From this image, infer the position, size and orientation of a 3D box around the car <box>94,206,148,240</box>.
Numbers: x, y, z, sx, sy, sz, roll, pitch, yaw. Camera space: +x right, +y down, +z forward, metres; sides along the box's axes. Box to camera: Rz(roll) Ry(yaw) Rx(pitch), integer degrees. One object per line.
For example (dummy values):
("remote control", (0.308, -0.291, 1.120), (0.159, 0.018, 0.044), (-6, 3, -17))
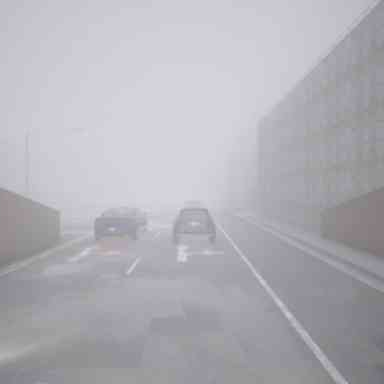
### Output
("car", (-3.400, 1.441, 16.656), (1.882, 1.535, 5.008), (0, 0, 0))

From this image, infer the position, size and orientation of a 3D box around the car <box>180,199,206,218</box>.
("car", (0.098, 1.437, 30.238), (2.163, 1.488, 4.792), (0, 0, 0))

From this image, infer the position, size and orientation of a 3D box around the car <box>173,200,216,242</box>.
("car", (0.100, 1.394, 16.219), (2.033, 1.649, 4.856), (0, 0, 0))
